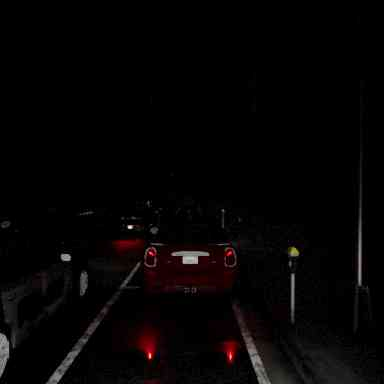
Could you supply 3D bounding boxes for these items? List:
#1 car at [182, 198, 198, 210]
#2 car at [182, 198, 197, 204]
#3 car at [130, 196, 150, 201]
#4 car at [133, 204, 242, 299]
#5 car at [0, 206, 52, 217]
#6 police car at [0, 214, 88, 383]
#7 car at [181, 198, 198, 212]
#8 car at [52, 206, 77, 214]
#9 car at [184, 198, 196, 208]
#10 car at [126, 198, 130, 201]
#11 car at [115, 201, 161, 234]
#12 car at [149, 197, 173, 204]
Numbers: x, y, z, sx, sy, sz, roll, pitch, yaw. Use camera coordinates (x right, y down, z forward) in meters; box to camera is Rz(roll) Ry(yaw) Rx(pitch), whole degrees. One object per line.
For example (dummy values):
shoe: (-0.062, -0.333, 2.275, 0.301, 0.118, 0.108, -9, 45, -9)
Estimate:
car: (-0.277, 1.543, 44.111, 1.947, 1.339, 4.313, -1, 0, 0)
car: (-0.280, 1.537, 32.939, 2.008, 1.369, 4.403, -1, 0, 0)
car: (-6.191, 1.329, 43.081, 2.097, 1.767, 4.553, 0, 0, 1)
car: (-0.033, 1.350, 8.622, 2.097, 1.767, 4.553, 0, 0, 0)
car: (-8.823, 1.435, 16.181, 1.967, 1.590, 4.097, -1, 0, 0)
police car: (-3.146, 1.423, 5.291, 1.930, 1.638, 5.238, 0, 0, 0)
car: (-0.279, 1.507, 38.694, 1.752, 1.417, 4.829, -1, 0, 0)
car: (-8.822, 1.575, 21.767, 1.802, 1.307, 4.206, -1, 0, 0)
car: (-0.276, 1.554, 49.696, 1.802, 1.307, 4.206, -1, 0, 0)
car: (-8.822, 1.516, 49.695, 1.887, 1.381, 4.507, -1, 0, 0)
car: (-3.100, 1.501, 19.227, 1.837, 1.490, 4.892, 0, 0, 1)
car: (-3.091, 1.462, 35.498, 1.882, 1.535, 5.008, 0, 0, 0)
